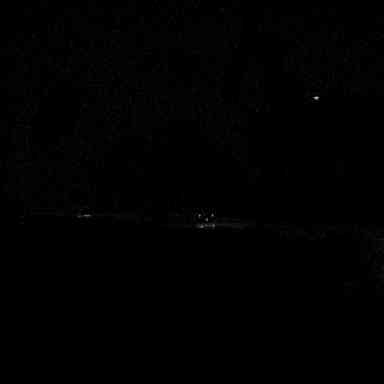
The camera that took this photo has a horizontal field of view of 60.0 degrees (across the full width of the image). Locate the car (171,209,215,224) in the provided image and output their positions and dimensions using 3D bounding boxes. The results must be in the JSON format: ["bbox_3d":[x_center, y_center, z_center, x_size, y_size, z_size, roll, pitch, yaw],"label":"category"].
[{"bbox_3d":[0.032,2.225,31.222,1.895,1.301,4.718,0,-1,-35],"label":"car"}]

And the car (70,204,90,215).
[{"bbox_3d":[-20.141,3.098,59.514,2.150,2.045,5.566,0,-2,-36],"label":"car"}]
